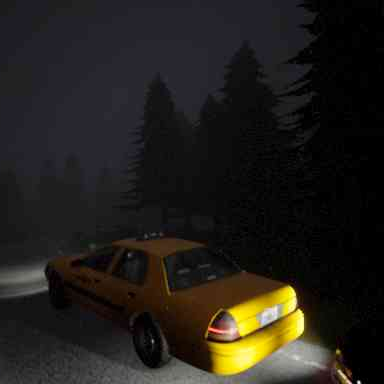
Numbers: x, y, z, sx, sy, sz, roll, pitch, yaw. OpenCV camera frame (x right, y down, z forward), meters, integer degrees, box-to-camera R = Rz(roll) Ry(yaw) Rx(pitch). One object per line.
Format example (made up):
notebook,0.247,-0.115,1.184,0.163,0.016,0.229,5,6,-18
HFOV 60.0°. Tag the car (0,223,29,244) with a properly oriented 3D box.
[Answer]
car,-12.260,2.617,21.165,1.895,1.301,4.718,-3,-5,-5

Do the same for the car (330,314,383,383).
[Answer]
car,3.468,1.517,2.008,4.892,1.490,1.837,1,0,35

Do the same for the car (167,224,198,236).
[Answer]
car,-1.246,5.373,47.274,1.882,1.535,5.008,-5,-8,33

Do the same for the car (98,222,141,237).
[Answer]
car,-7.724,4.132,36.176,2.033,1.411,5.357,-4,-8,19

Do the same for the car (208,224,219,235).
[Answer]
car,4.586,8.245,72.398,2.150,2.045,5.566,-4,-8,3

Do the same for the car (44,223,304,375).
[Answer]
car,-0.862,1.422,5.748,1.801,1.575,5.366,-1,1,-44
